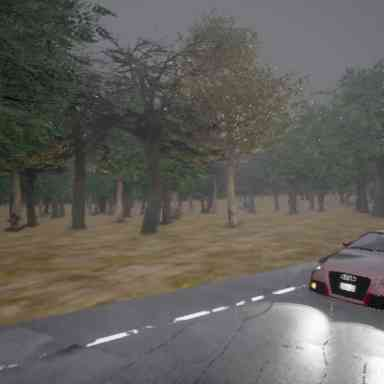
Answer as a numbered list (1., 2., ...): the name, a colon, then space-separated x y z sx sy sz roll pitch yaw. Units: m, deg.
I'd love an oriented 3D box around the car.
1. car: 4.477 1.584 7.355 4.181 1.385 1.994 0 0 -37
